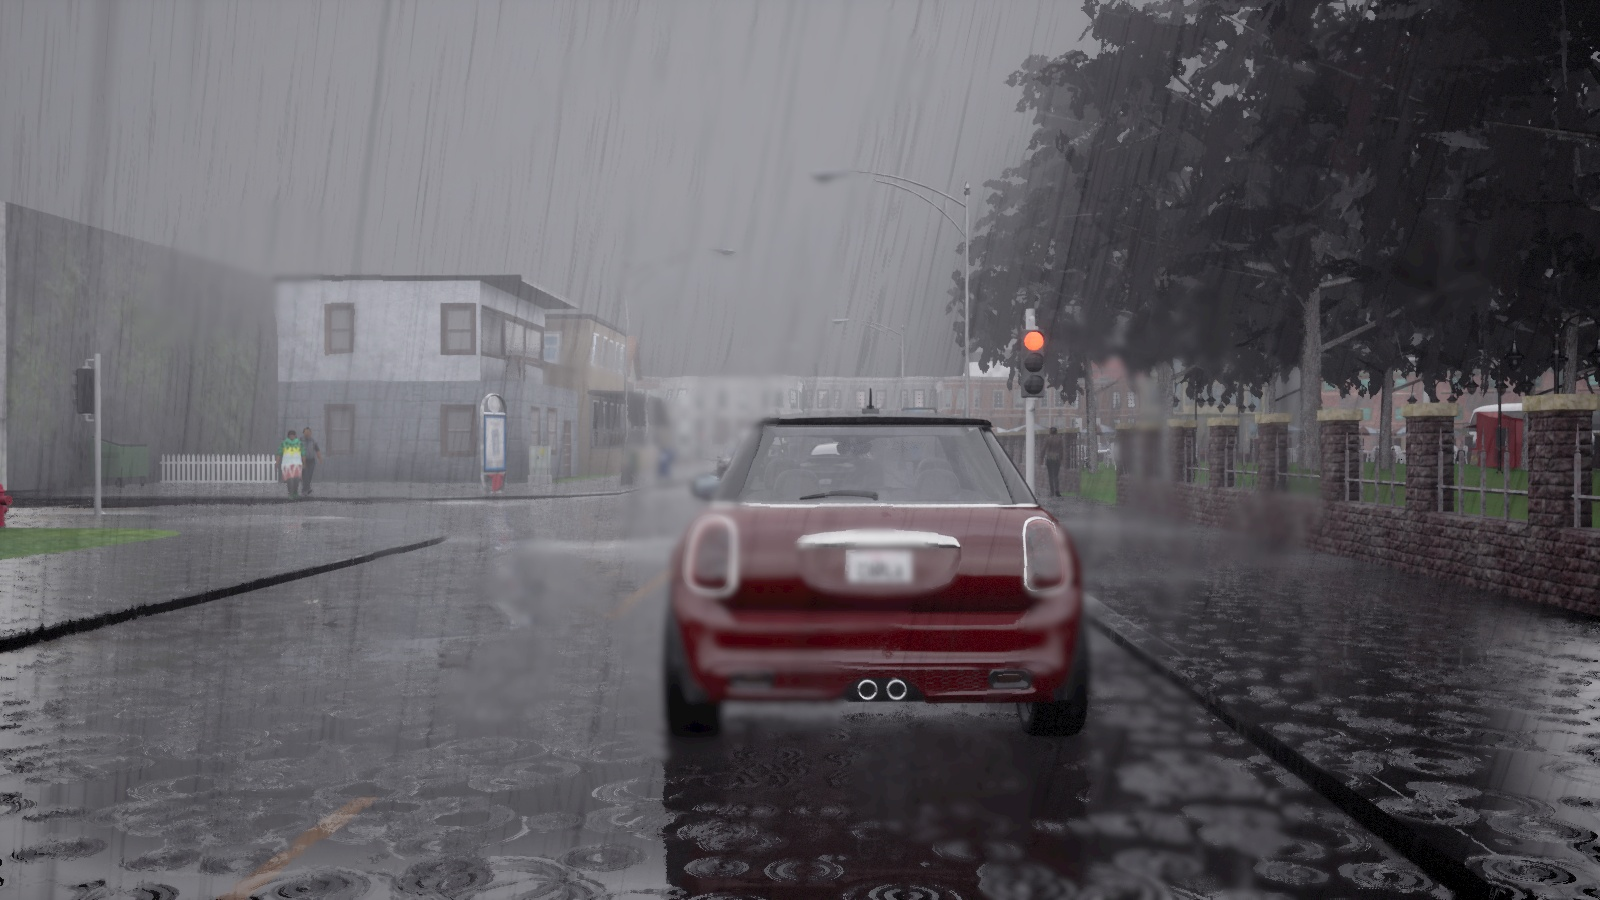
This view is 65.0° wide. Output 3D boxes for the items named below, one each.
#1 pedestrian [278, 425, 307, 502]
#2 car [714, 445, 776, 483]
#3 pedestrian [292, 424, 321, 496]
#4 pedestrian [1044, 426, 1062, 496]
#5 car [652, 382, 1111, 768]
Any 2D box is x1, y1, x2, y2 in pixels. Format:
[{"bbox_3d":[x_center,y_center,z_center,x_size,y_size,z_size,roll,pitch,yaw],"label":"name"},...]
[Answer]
[{"bbox_3d":[-12.946,0.335,32.020,0.659,1.952,0.873,0,0,-21],"label":"pedestrian"},{"bbox_3d":[-2.120,0.509,50.148,2.033,1.411,5.357,0,0,2],"label":"car"},{"bbox_3d":[-12.991,0.259,33.054,0.540,1.848,0.694,0,0,-36],"label":"pedestrian"},{"bbox_3d":[6.583,0.277,32.666,0.328,1.805,0.869,0,0,2],"label":"pedestrian"},{"bbox_3d":[0.361,0.560,8.016,2.097,1.767,4.553,0,0,0],"label":"car"}]
